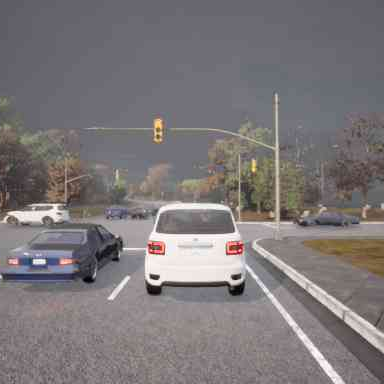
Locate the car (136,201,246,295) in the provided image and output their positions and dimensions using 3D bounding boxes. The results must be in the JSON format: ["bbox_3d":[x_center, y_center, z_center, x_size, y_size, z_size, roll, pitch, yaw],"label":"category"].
[{"bbox_3d":[0.078,1.318,9.096,2.150,2.045,5.566,0,-1,0],"label":"car"}]

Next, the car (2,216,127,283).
[{"bbox_3d":[-3.423,1.662,9.949,2.033,1.411,5.357,0,-1,0],"label":"car"}]

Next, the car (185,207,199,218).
[{"bbox_3d":[0.059,3.231,53.338,2.128,1.511,4.902,0,-1,0],"label":"car"}]

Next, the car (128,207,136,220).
[{"bbox_3d":[-7.114,3.133,45.710,1.895,1.301,4.718,0,-2,-1],"label":"car"}]

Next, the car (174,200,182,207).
[{"bbox_3d":[-3.645,3.073,87.359,1.882,1.535,5.008,0,0,-3],"label":"car"}]

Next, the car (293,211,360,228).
[{"bbox_3d":[11.700,2.379,29.034,5.357,1.411,2.033,0,-3,-2],"label":"car"}]

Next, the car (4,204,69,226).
[{"bbox_3d":[-13.903,2.098,30.036,5.566,2.045,2.150,0,-2,7],"label":"car"}]

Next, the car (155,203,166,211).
[{"bbox_3d":[-7.044,3.363,75.857,2.033,1.411,5.357,0,0,0],"label":"car"}]

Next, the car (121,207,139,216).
[{"bbox_3d":[-10.611,3.356,57.361,2.033,1.411,5.357,0,-1,1],"label":"car"}]

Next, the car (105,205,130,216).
[{"bbox_3d":[-10.636,2.798,47.068,2.150,2.045,5.566,0,-2,-2],"label":"car"}]

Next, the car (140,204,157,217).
[{"bbox_3d":[-7.123,2.995,55.238,2.150,2.045,5.566,0,-1,0],"label":"car"}]

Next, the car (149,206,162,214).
[{"bbox_3d":[-7.079,3.466,65.160,1.895,1.301,4.718,0,0,0],"label":"car"}]

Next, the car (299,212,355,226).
[{"bbox_3d":[13.130,2.590,32.579,4.718,1.301,1.895,0,-3,-2],"label":"car"}]

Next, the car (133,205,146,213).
[{"bbox_3d":[-10.550,3.465,67.644,1.895,1.301,4.718,0,0,0],"label":"car"}]
